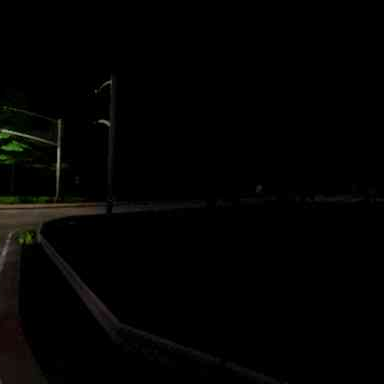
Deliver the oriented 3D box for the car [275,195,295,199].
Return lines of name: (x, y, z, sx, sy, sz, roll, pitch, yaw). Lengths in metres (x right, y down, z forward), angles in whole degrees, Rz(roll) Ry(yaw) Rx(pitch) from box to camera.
car: (14.762, 0.964, 52.493, 2.128, 1.511, 4.902, 4, 3, 35)

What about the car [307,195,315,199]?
car: (21.564, 0.954, 62.043, 1.837, 1.490, 4.892, 4, 3, 36)

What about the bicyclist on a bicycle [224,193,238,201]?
bicyclist on a bicycle: (3.905, 0.900, 31.605, 1.656, 1.620, 0.582, 40, 21, 27)
